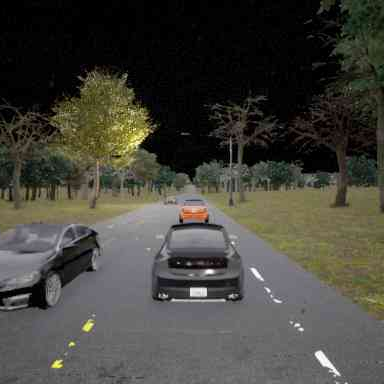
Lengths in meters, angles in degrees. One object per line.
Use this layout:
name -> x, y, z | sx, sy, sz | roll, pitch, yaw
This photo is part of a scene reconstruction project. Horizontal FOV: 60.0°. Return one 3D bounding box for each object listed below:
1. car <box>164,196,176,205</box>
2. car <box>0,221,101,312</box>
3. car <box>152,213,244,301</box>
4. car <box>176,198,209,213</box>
car -> -3.391, 1.392, 53.876 | 1.994, 1.385, 4.181 | 0, 0, 0
car -> -3.584, 1.491, 7.940 | 2.128, 1.511, 4.902 | 0, 0, 0
car -> 0.118, 1.505, 8.280 | 1.837, 1.490, 4.892 | 0, 0, 0
car -> 0.152, 1.326, 25.289 | 2.097, 1.767, 4.553 | 0, 0, 0
